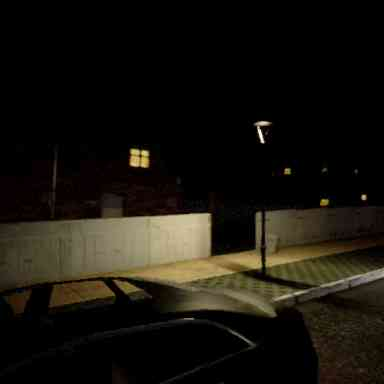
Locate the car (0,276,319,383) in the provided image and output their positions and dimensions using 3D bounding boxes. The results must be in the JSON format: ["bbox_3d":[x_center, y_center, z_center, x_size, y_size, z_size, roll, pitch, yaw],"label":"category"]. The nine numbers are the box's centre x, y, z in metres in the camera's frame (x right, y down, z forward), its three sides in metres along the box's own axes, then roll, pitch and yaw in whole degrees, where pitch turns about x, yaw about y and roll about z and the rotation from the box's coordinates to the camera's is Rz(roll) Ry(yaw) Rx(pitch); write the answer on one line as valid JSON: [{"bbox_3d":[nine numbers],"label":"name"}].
[{"bbox_3d":[-1.142,1.492,2.251,4.902,1.511,2.128,0,0,-36],"label":"car"}]
